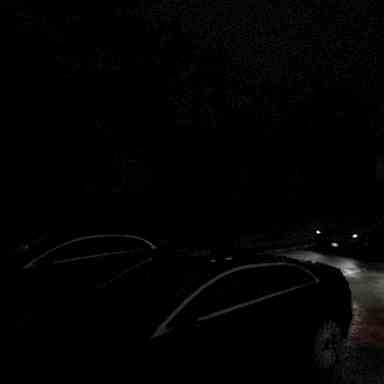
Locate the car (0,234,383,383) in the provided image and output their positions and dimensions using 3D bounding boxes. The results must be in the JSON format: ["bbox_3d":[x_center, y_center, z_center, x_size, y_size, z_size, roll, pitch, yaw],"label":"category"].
[{"bbox_3d":[0.041,1.498,4.066,4.902,1.511,2.128,0,0,-36],"label":"car"}]

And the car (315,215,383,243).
[{"bbox_3d":[7.031,1.635,13.544,4.718,1.301,1.895,0,0,-36],"label":"car"}]

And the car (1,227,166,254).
[{"bbox_3d":[-2.365,1.502,6.642,4.902,1.511,2.128,0,0,-36],"label":"car"}]
